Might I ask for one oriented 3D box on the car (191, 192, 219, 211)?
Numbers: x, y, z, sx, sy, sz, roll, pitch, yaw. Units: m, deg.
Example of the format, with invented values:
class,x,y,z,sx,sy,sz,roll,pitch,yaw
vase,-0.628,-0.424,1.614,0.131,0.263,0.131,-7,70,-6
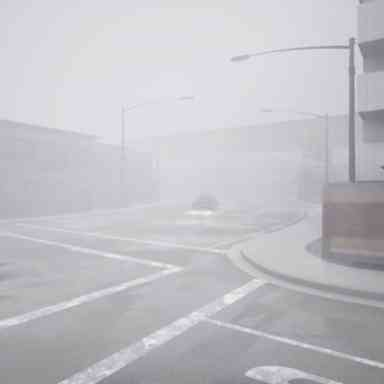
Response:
class,x,y,z,sx,sy,sz,roll,pitch,yaw
car,1.329,1.042,32.618,1.994,1.385,4.181,0,1,17
